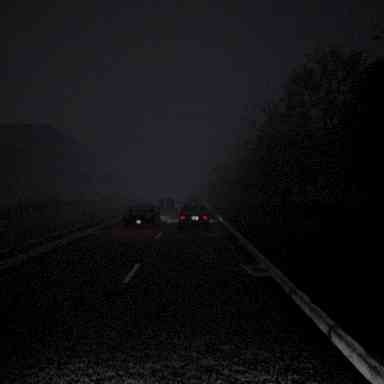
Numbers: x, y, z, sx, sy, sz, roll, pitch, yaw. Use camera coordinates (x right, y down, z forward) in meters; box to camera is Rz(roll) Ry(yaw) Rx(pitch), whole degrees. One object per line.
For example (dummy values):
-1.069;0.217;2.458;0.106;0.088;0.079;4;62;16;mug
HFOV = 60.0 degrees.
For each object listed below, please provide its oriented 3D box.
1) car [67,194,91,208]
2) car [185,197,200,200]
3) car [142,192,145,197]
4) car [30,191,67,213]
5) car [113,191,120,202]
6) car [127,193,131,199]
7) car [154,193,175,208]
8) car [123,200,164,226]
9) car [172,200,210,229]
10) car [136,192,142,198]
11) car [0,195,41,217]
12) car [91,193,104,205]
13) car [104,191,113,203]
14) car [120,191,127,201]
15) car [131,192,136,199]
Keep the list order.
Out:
-15.176;1.155;42.710;2.231;1.521;4.892;0;0;0;car
0.095;1.299;41.540;1.994;1.385;4.181;0;0;0;car
-15.351;0.712;94.123;2.185;1.767;4.553;0;0;0;car
-15.078;0.960;33.288;2.435;2.045;5.566;0;0;0;car
-15.201;1.040;60.632;1.946;1.575;5.366;0;0;0;car
-15.254;0.975;71.998;2.231;1.521;4.892;0;0;0;car
-3.156;1.225;41.737;2.128;1.511;4.902;0;0;0;car
-3.152;1.461;21.829;1.895;1.301;4.718;0;0;0;car
0.096;1.418;20.257;2.033;1.411;5.357;0;0;0;car
-15.328;0.870;88.381;1.946;1.575;5.366;0;0;0;car
-15.053;1.246;27.799;2.231;1.521;4.892;0;0;0;car
-15.151;1.108;49.582;1.946;1.575;5.366;0;0;0;car
-15.177;0.950;55.323;2.185;1.767;4.553;0;0;0;car
-15.227;0.757;66.312;2.435;2.045;5.566;0;0;0;car
-15.277;0.941;77.524;2.231;1.521;4.892;0;0;0;car
